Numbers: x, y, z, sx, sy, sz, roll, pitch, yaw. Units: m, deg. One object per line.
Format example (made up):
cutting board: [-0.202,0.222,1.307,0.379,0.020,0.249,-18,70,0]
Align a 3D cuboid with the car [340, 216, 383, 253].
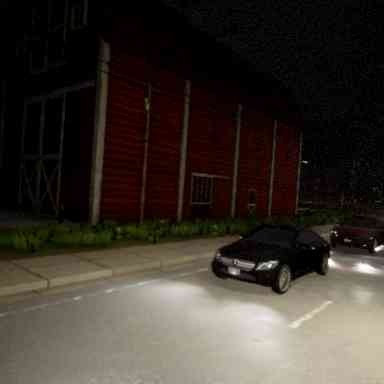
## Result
car: [8.480,1.966,16.555,1.882,1.535,5.008,4,0,40]

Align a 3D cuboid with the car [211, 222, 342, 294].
car: [2.464,1.648,9.413,1.812,1.442,4.674,4,0,40]
